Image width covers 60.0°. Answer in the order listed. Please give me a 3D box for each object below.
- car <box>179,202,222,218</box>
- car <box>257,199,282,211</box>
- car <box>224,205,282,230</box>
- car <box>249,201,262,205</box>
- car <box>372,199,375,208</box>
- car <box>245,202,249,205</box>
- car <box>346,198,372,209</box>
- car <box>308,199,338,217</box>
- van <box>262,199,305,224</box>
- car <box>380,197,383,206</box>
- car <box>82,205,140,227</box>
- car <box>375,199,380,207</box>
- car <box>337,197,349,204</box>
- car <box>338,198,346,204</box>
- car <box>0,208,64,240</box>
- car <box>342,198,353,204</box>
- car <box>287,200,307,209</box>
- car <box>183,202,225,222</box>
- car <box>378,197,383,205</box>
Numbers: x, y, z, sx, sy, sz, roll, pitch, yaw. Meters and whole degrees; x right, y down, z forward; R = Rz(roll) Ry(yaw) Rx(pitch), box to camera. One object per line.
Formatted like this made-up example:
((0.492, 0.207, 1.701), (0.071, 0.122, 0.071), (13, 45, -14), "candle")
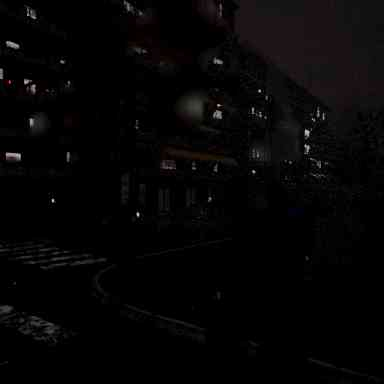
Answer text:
((0.903, 1.712, 32.596), (1.887, 1.381, 4.507), (1, 0, 36), "car")
((10.757, 1.743, 45.956), (1.967, 1.590, 4.097), (1, 0, 36), "car")
((4.357, 1.827, 23.162), (1.947, 1.339, 4.313), (1, 0, 36), "car")
((9.171, 1.788, 39.412), (2.128, 1.511, 4.902), (1, 0, 37), "car")
((30.632, 2.202, 58.786), (1.802, 1.307, 4.206), (1, 0, 36), "car")
((7.471, 1.840, 41.503), (1.802, 1.307, 4.206), (1, 0, 36), "car")
((27.351, 1.891, 54.334), (2.192, 1.841, 5.009), (1, 0, 36), "car")
((14.212, 1.837, 36.522), (1.967, 1.590, 4.097), (1, 0, 36), "car")
((7.643, 1.647, 27.616), (1.690, 1.788, 3.998), (1, 0, 36), "van")
((37.202, 2.252, 67.693), (1.887, 1.381, 4.507), (1, 0, 36), "car")
((-5.667, 1.626, 23.690), (2.008, 1.369, 4.403), (1, 0, 36), "car")
((33.918, 2.104, 63.240), (1.967, 1.590, 4.097), (1, 0, 36), "car")
((37.034, 2.094, 81.580), (1.967, 1.590, 4.097), (1, 0, 36), "car")
((33.748, 2.177, 77.126), (1.947, 1.339, 4.313), (1, 0, 36), "car")
((-8.454, 1.552, 15.543), (1.837, 1.490, 4.892), (1, 0, 36), "car")
((40.216, 2.220, 85.896), (1.752, 1.417, 4.829), (1, 0, 36), "car")
((17.325, 1.974, 54.862), (1.802, 1.307, 4.206), (1, 0, 36), "car")
((1.379, 1.665, 28.871), (1.882, 1.535, 5.008), (1, 0, 36), "car")
((47.059, 2.151, 81.053), (2.192, 1.841, 5.009), (1, 0, 36), "car")
